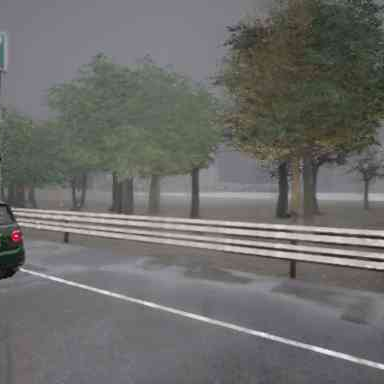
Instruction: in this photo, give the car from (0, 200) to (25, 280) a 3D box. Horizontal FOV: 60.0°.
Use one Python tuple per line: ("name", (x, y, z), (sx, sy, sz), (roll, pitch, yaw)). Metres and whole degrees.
("car", (-6.602, 1.197, 8.709), (5.566, 2.045, 2.150), (0, 0, 36))
